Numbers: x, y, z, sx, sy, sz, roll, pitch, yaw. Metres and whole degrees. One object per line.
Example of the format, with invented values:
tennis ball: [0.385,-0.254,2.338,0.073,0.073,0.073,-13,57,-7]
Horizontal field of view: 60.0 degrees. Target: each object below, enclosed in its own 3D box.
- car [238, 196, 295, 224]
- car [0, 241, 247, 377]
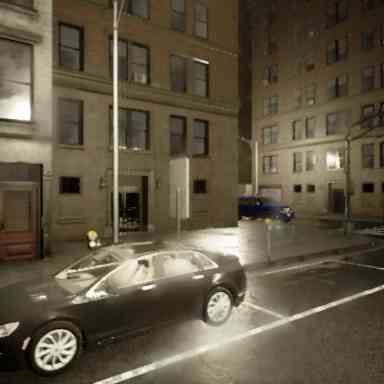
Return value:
car: [5.297,1.309,25.942,2.150,2.045,5.566,0,0,-35]
car: [-1.031,1.550,5.454,4.403,1.369,2.008,0,0,-35]
